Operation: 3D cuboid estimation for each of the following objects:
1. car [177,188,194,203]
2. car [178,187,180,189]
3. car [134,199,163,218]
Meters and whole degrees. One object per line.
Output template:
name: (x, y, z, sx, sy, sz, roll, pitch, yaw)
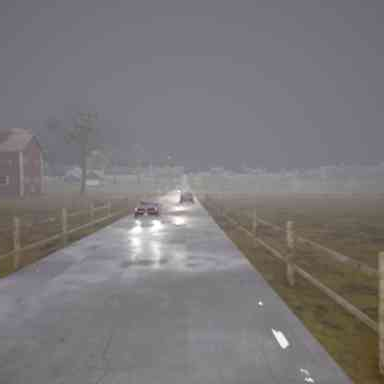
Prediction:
car: (-0.738, 0.680, 45.702, 2.128, 1.511, 4.902, -1, 1, -1)
car: (-1.109, 0.202, 63.653, 2.128, 1.511, 4.902, -1, 2, -1)
car: (-3.306, 1.243, 25.787, 1.895, 1.301, 4.718, -1, 1, -1)
